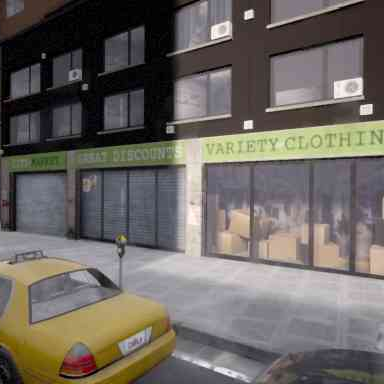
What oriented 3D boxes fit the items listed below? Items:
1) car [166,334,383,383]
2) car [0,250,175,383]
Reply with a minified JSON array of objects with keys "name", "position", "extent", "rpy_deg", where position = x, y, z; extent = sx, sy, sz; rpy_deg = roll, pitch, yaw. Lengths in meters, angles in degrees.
[{"name":"car","position":[2.248,1.551,1.521],"extent":[4.403,1.369,2.008],"rpy_deg":[0,1,35]},{"name":"car","position":[-2.489,1.524,4.790],"extent":[4.829,1.417,1.752],"rpy_deg":[0,1,35]}]
